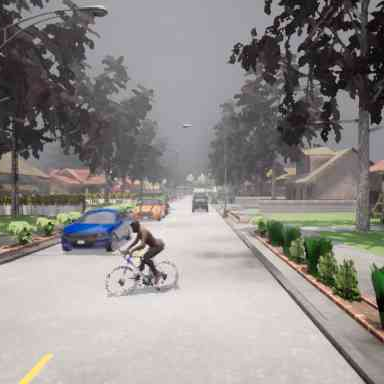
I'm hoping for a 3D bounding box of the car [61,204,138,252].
[{"bbox_3d":[-3.803,1.478,14.065,1.882,1.535,5.008,0,0,1],"label":"car"}]

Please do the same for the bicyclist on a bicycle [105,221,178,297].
[{"bbox_3d":[-1.077,1.449,7.311,1.656,1.620,0.582,-1,0,-24],"label":"bicyclist on a bicycle"}]

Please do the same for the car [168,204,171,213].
[{"bbox_3d":[-3.291,1.564,33.751,1.994,1.385,4.181,0,0,2],"label":"car"}]

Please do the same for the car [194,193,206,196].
[{"bbox_3d":[1.194,1.221,49.864,2.150,2.045,5.566,0,0,2],"label":"car"}]

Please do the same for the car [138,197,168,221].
[{"bbox_3d":[-3.409,1.351,26.972,2.097,1.767,4.553,0,0,2],"label":"car"}]

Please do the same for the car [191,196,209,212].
[{"bbox_3d":[0.966,1.503,39.162,1.837,1.490,4.892,0,0,2],"label":"car"}]
